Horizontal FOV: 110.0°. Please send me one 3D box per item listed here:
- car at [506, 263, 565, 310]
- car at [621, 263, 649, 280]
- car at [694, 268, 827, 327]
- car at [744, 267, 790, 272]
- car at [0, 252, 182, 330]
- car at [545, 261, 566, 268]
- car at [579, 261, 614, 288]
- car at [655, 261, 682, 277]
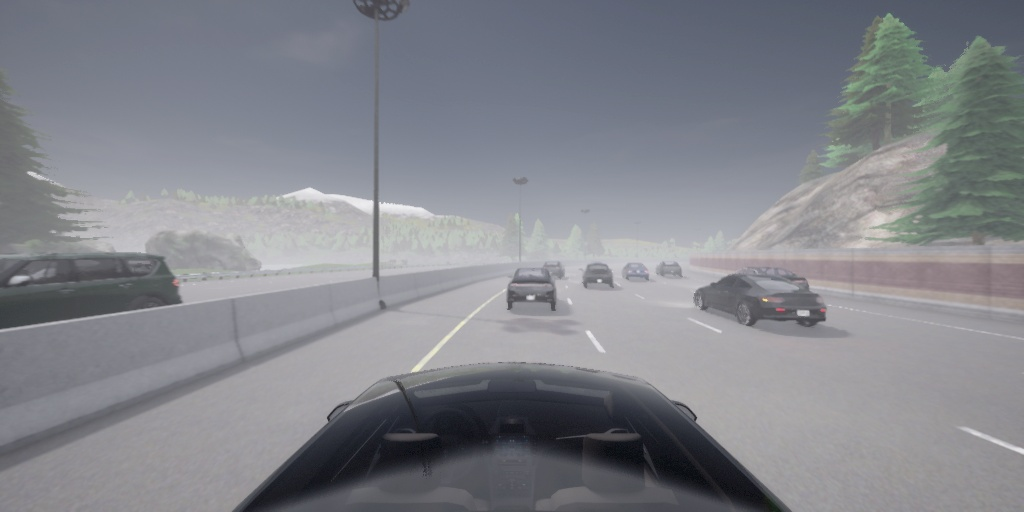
[{"bbox_3d":[0.864,1.217,14.710,2.128,1.511,4.902,0,0,5],"label":"car"},{"bbox_3d":[10.440,1.272,30.525,2.033,1.411,5.357,0,0,13],"label":"car"},{"bbox_3d":[7.586,1.280,11.434,1.812,1.442,4.674,0,0,4],"label":"car"},{"bbox_3d":[11.663,1.248,16.968,2.128,1.511,4.902,0,0,7],"label":"car"},{"bbox_3d":[-10.361,0.927,7.648,2.150,2.045,5.566,0,0,3],"label":"car"},{"bbox_3d":[3.763,1.190,32.477,2.128,1.511,4.902,0,0,13],"label":"car"},{"bbox_3d":[5.615,1.228,23.869,1.837,1.490,4.892,0,0,9],"label":"car"},{"bbox_3d":[15.112,1.223,34.686,2.128,1.511,4.902,0,0,15],"label":"car"}]
